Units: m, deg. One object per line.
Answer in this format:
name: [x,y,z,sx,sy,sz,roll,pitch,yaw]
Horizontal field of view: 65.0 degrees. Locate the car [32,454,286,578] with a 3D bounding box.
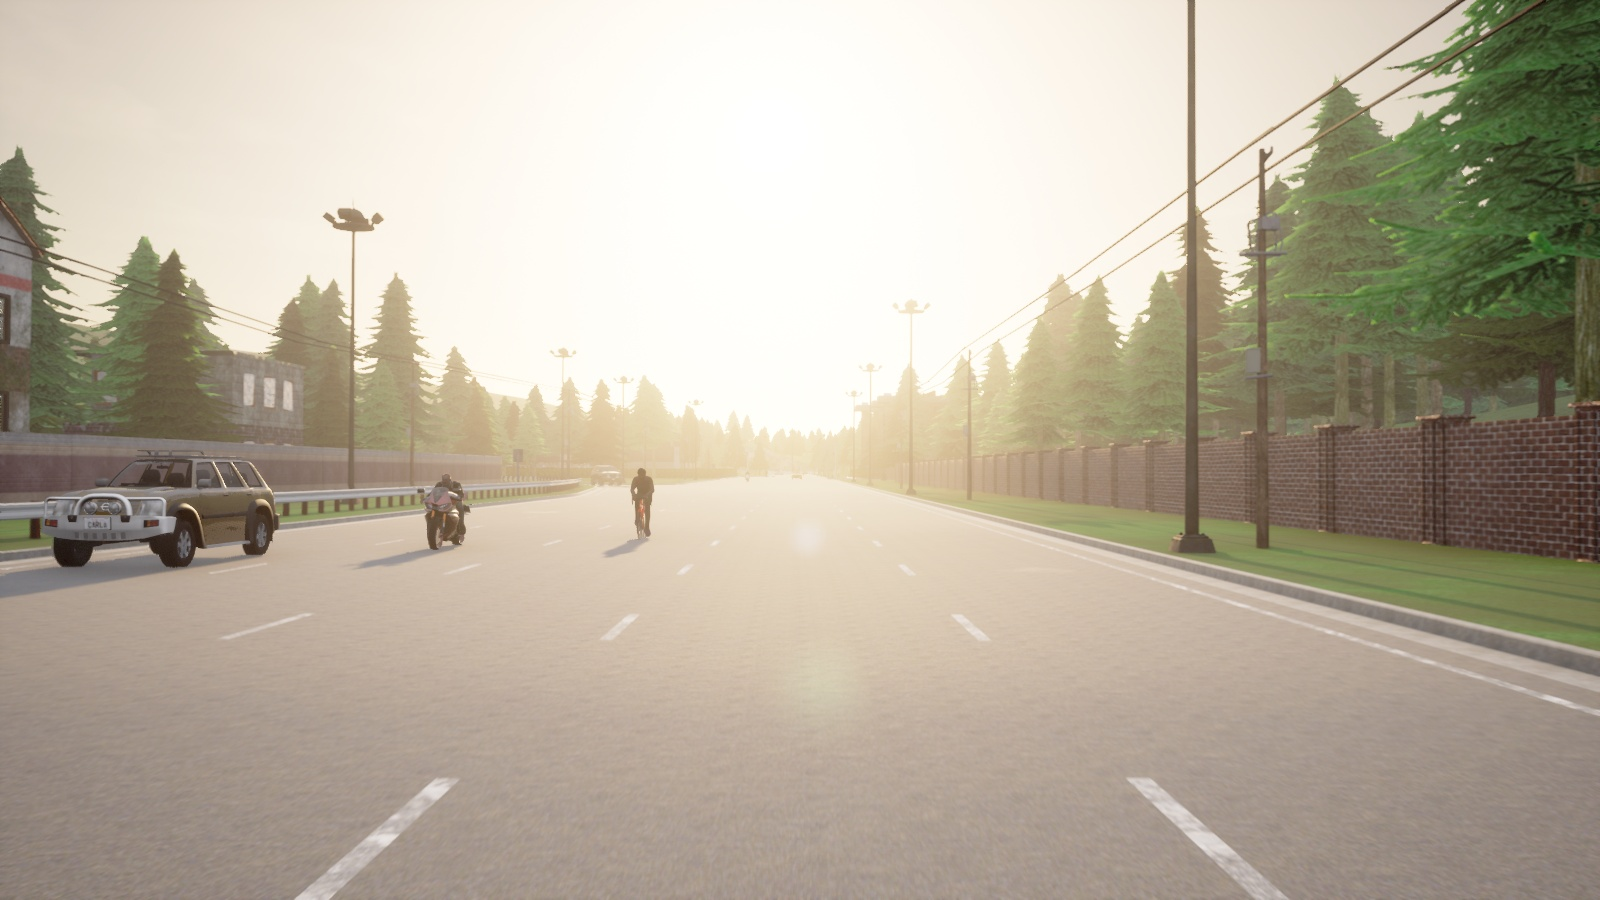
car: [-10.552,1.027,21.126,1.932,1.855,4.605,0,-1,0]

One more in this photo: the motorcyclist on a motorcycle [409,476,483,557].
motorcyclist on a motorcycle: [-7.061,1.299,25.163,0.866,1.530,2.191,0,-1,0]

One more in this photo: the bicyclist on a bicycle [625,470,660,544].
bicyclist on a bicycle: [-3.567,1.259,28.496,0.582,1.620,1.656,0,-1,0]
